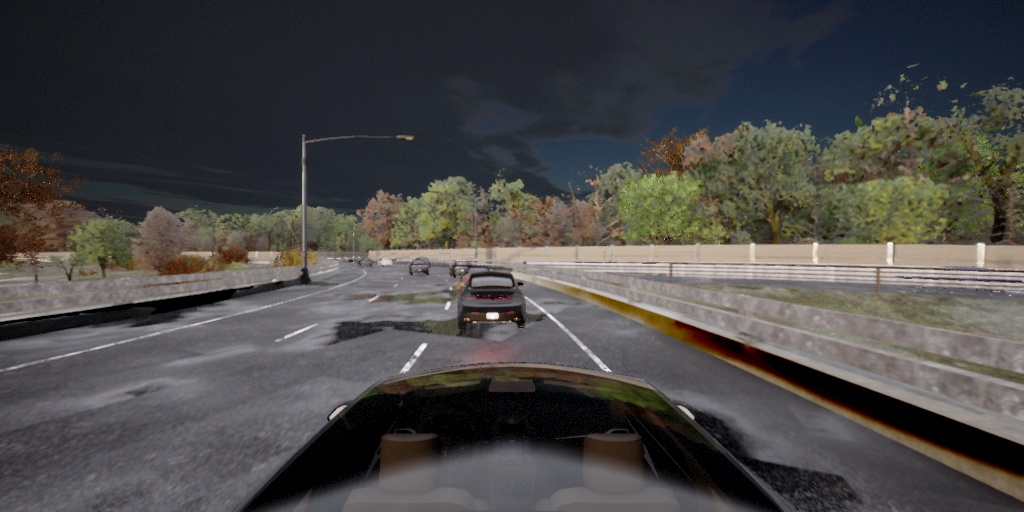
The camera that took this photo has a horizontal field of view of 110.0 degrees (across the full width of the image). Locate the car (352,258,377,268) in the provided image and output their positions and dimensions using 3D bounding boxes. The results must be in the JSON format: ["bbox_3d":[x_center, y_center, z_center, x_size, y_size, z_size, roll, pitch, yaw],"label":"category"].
[{"bbox_3d":[-24.509,1.110,59.424,2.128,1.511,4.902,0,0,-33],"label":"car"}]

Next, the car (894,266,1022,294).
[{"bbox_3d":[26.879,1.347,21.877,5.008,1.535,1.882,1,1,32],"label":"car"}]

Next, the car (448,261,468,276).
[{"bbox_3d":[-4.732,1.164,32.963,2.128,1.511,4.902,0,0,-15],"label":"car"}]

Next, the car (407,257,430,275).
[{"bbox_3d":[-9.813,1.157,37.433,2.128,1.511,4.902,0,0,-18],"label":"car"}]

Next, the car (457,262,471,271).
[{"bbox_3d":[-2.100,1.264,21.571,1.994,1.385,4.181,0,0,-10],"label":"car"}]

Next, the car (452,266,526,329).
[{"bbox_3d":[-0.665,1.230,11.261,1.837,1.490,4.892,0,0,-4],"label":"car"}]
